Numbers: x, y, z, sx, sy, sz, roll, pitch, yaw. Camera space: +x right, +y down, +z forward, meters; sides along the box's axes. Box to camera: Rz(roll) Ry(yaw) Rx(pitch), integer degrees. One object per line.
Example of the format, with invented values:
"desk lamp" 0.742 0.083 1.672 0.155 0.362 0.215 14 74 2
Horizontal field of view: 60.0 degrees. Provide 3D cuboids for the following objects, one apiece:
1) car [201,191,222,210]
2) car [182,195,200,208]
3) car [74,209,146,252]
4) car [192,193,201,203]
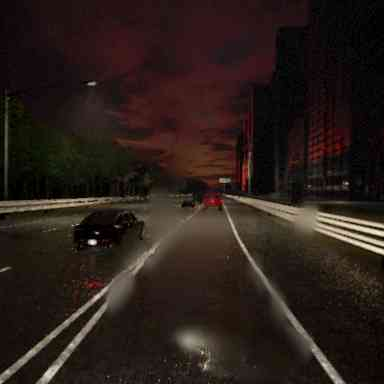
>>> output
"car" 2.761 1.253 43.626 2.150 2.045 5.566 1 0 5
"car" -0.423 1.553 49.395 2.033 1.411 5.357 0 0 4
"car" -3.230 1.484 13.842 1.837 1.490 4.892 0 0 5
"car" 0.998 1.258 67.907 2.150 2.045 5.566 0 0 4
